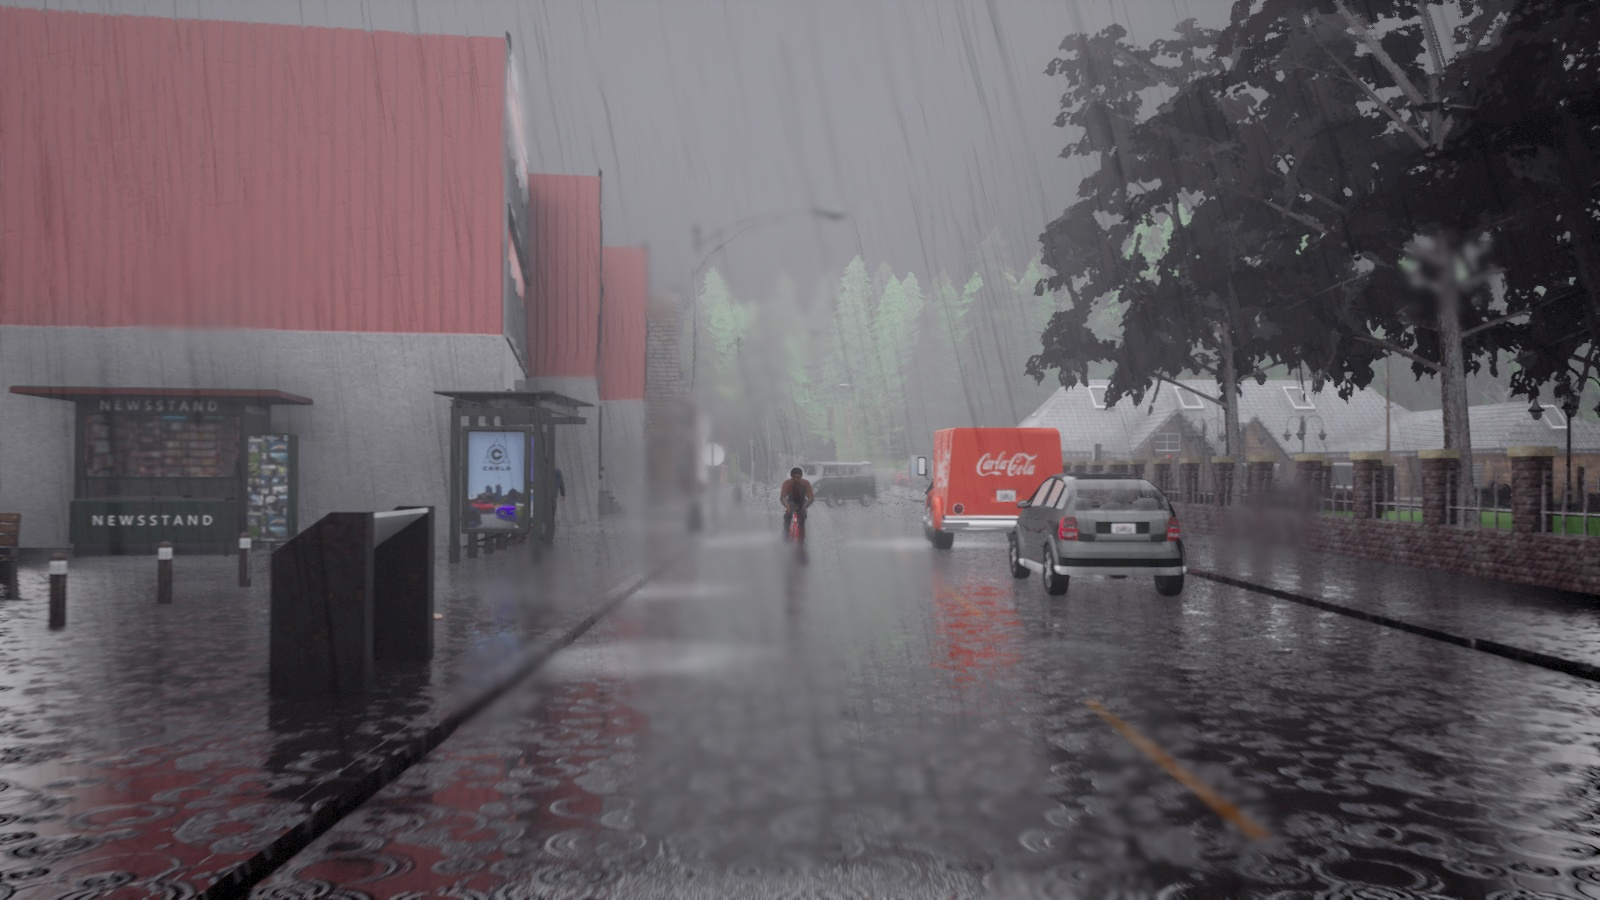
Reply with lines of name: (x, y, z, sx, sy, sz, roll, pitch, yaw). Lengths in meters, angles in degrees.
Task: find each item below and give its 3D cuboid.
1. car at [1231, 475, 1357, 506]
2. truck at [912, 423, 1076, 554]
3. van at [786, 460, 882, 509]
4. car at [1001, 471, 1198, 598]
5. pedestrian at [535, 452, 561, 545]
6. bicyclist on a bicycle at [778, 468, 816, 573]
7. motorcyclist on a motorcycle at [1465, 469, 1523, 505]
car: (21.372, 1.741, 54.426, 4.718, 1.301, 1.895, 0, -1, -2)
truck: (3.935, 0.761, 26.529, 2.627, 2.467, 5.204, 0, -1, 0)
van: (1.504, 1.461, 53.787, 1.775, 1.987, 4.442, -1, -1, 38)
car: (3.959, 1.065, 17.191, 1.789, 1.549, 3.705, 0, -1, 0)
pedestrian: (-5.092, 0.970, 25.403, 0.402, 1.842, 0.726, 0, -1, -2)
bicyclist on a bicycle: (-0.050, 1.108, 20.327, 0.582, 1.620, 1.656, 0, -1, 0)
motorcyclist on a motorcycle: (30.090, 1.588, 54.447, 2.044, 1.523, 0.797, 0, -1, -2)
